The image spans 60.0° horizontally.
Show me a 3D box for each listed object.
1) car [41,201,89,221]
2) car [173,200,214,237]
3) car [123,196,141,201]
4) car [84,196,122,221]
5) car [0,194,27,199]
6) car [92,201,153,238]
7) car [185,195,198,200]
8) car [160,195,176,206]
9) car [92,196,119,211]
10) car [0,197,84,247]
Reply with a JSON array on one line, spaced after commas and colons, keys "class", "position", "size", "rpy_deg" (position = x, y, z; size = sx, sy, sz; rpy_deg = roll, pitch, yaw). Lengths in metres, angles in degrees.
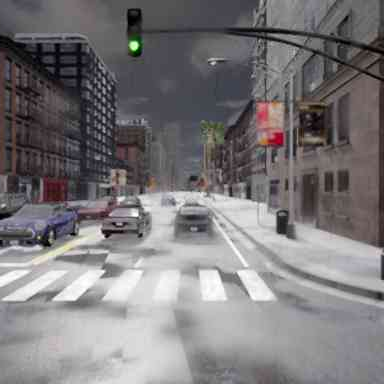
[{"class": "car", "position": [-9.842, 1.422, 26.212], "size": [1.895, 1.301, 4.718], "rpy_deg": [0, 0, 0]}, {"class": "car", "position": [0.090, 1.387, 17.221], "size": [1.837, 1.490, 4.892], "rpy_deg": [0, 0, 0]}, {"class": "car", "position": [-6.590, 1.249, 36.134], "size": [1.837, 1.490, 4.892], "rpy_deg": [0, 0, 0]}, {"class": "car", "position": [-6.601, 1.316, 23.709], "size": [1.882, 1.535, 5.008], "rpy_deg": [0, 0, 0]}, {"class": "car", "position": [-9.853, 1.115, 16.251], "size": [2.150, 2.045, 5.566], "rpy_deg": [0, 0, -1]}, {"class": "car", "position": [-3.161, 1.433, 16.993], "size": [2.033, 1.411, 5.357], "rpy_deg": [0, 0, 0]}, {"class": "car", "position": [-0.021, 1.185, 46.348], "size": [1.812, 1.442, 4.674], "rpy_deg": [0, 1, 0]}, {"class": "car", "position": [-3.271, 1.187, 46.252], "size": [1.812, 1.442, 4.674], "rpy_deg": [0, 1, 0]}, {"class": "car", "position": [-9.849, 1.231, 38.325], "size": [1.837, 1.490, 4.892], "rpy_deg": [0, 1, 0]}, {"class": "car", "position": [-6.570, 1.257, 14.480], "size": [2.097, 1.767, 4.553], "rpy_deg": [0, 0, -1]}]
